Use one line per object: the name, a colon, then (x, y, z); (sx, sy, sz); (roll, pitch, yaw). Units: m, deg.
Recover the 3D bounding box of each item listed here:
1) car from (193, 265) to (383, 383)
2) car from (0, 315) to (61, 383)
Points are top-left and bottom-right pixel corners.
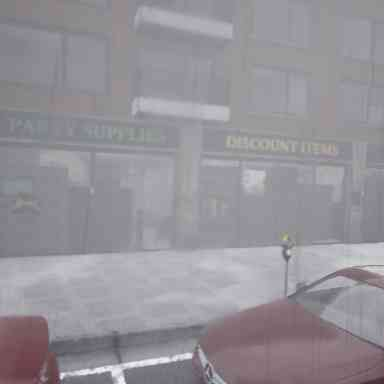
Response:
car: (2.096, 1.524, 3.575); (4.206, 1.307, 1.802); (1, 2, -20)
car: (-3.103, 1.375, 1.713); (4.507, 1.381, 1.887); (1, 2, -20)
